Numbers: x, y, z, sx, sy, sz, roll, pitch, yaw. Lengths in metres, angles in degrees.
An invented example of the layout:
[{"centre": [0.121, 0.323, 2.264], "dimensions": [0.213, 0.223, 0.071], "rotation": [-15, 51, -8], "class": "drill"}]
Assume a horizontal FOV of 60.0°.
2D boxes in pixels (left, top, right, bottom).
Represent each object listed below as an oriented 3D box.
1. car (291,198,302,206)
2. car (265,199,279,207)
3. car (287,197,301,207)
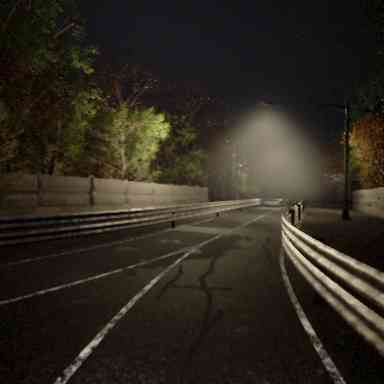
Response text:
[{"centre": [20.496, 1.847, 65.266], "dimensions": [1.837, 1.490, 4.892], "rotation": [1, -1, 20], "class": "car"}, {"centre": [13.021, 1.805, 54.221], "dimensions": [1.895, 1.301, 4.718], "rotation": [1, 0, 20], "class": "car"}, {"centre": [17.135, 1.640, 55.927], "dimensions": [2.097, 1.767, 4.553], "rotation": [1, 0, 20], "class": "car"}]
